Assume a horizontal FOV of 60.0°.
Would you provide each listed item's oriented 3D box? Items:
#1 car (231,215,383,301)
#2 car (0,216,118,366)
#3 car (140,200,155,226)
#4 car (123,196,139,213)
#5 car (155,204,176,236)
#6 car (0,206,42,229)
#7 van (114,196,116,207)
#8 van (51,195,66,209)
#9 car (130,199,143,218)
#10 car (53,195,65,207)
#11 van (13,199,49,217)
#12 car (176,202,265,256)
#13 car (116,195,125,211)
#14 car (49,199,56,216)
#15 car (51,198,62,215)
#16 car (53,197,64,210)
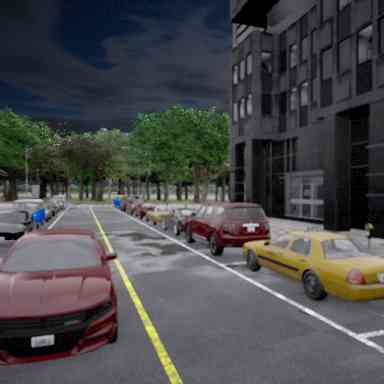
[{"bbox_3d":[2.866,1.530,8.305,1.752,1.417,4.829,0,0,-18],"label":"car"},{"bbox_3d":[-2.533,1.479,6.280,1.882,1.535,5.008,0,0,-18],"label":"car"},{"bbox_3d":[-2.234,1.537,23.800,1.752,1.417,4.829,0,0,-18],"label":"car"},{"bbox_3d":[-5.580,1.458,33.968,1.967,1.590,4.097,0,0,-18],"label":"car"},{"bbox_3d":[-0.481,1.559,18.473,2.008,1.369,4.403,0,0,-18],"label":"car"},{"bbox_3d":[-8.579,1.569,15.808,1.947,1.339,4.313,0,0,-18],"label":"car"},{"bbox_3d":[-8.980,1.366,44.299,1.690,1.788,3.998,0,0,-18],"label":"van"},{"bbox_3d":[-18.778,1.365,46.799,1.690,1.788,3.998,0,0,-18],"label":"van"},{"bbox_3d":[-3.880,1.559,28.804,1.887,1.381,4.507,0,0,-18],"label":"car"},{"bbox_3d":[-17.078,1.460,41.634,1.967,1.590,4.097,0,0,-18],"label":"car"},{"bbox_3d":[-10.279,1.347,20.973,1.690,1.788,3.998,0,0,-18],"label":"van"},{"bbox_3d":[1.219,1.322,13.308,2.192,1.841,5.009,0,0,-18],"label":"car"},{"bbox_3d":[-7.280,1.336,39.134,2.192,1.841,5.009,0,0,-18],"label":"car"},{"bbox_3d":[-11.925,1.534,25.977,1.752,1.417,4.829,0,0,-18],"label":"car"},{"bbox_3d":[-13.678,1.578,31.303,1.947,1.339,4.313,0,0,-18],"label":"car"},{"bbox_3d":[-15.325,1.541,36.307,1.752,1.417,4.829,0,0,-18],"label":"car"}]
